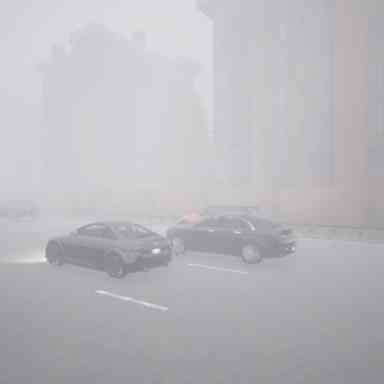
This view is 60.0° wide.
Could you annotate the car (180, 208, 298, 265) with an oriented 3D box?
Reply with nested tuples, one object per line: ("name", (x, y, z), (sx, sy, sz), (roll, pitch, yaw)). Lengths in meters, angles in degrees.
("car", (1.191, 1.505, 11.741), (4.892, 1.490, 1.837), (0, 0, 35))

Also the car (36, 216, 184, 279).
("car", (-2.595, 1.564, 10.144), (4.181, 1.385, 1.994), (0, 0, 35))

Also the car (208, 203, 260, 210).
("car", (1.406, 1.351, 15.885), (4.553, 1.767, 2.097), (0, 0, 35))

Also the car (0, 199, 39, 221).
("car", (-14.650, 1.351, 27.340), (4.553, 1.767, 2.097), (0, 0, 36))
